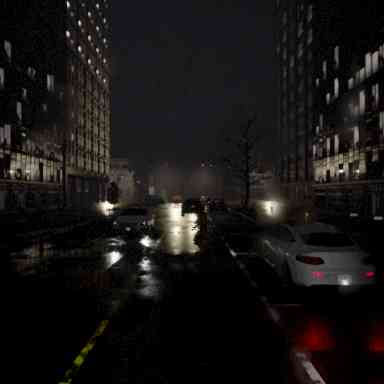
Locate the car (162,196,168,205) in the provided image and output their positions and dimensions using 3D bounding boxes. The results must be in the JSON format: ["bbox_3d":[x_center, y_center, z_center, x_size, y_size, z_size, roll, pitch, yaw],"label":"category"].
[{"bbox_3d":[-5.676,1.414,58.816,1.967,1.590,4.097,0,0,0],"label":"car"}]

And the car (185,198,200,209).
[{"bbox_3d":[0.085,1.583,45.729,1.895,1.301,4.718,0,0,0],"label":"car"}]

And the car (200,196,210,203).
[{"bbox_3d":[2.706,1.519,70.182,2.008,1.369,4.403,0,0,0],"label":"car"}]

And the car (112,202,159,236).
[{"bbox_3d":[-3.097,1.520,18.452,1.812,1.442,4.674,0,0,0],"label":"car"}]

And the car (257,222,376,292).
[{"bbox_3d":[3.002,1.524,8.830,1.812,1.442,4.674,0,0,0],"label":"car"}]

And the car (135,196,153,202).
[{"bbox_3d":[-5.680,1.512,35.877,1.752,1.417,4.829,0,0,0],"label":"car"}]

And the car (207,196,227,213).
[{"bbox_3d":[2.701,1.427,36.030,1.967,1.590,4.097,0,0,0],"label":"car"}]

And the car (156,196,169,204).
[{"bbox_3d":[-5.676,1.522,64.508,2.008,1.369,4.403,0,0,0],"label":"car"}]

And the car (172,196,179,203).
[{"bbox_3d":[-3.002,1.448,66.995,1.882,1.535,5.008,0,0,0],"label":"car"}]

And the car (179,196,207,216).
[{"bbox_3d":[0.084,1.341,32.052,2.097,1.767,4.553,0,0,0],"label":"car"}]

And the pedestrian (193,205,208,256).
[{"bbox_3d":[0.332,1.290,11.578,0.375,1.860,0.375,0,0,-2],"label":"pedestrian"}]

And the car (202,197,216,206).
[{"bbox_3d":[2.703,1.528,53.106,2.008,1.369,4.403,0,0,0],"label":"car"}]

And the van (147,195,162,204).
[{"bbox_3d":[-5.677,1.322,47.432,1.690,1.788,3.998,0,0,0],"label":"van"}]

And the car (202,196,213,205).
[{"bbox_3d":[2.704,1.519,58.798,1.887,1.381,4.507,0,0,0],"label":"car"}]
